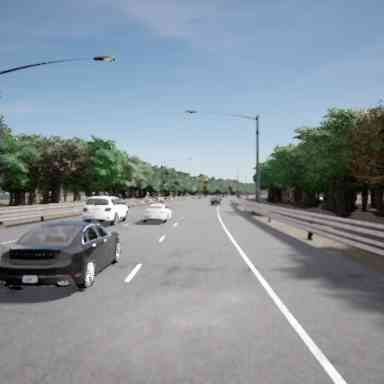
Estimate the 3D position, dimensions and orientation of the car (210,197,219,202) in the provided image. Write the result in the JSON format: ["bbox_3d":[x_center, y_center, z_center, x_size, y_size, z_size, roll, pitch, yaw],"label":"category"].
[{"bbox_3d":[5.508,1.833,82.174,1.994,1.385,4.181,0,0,8],"label":"car"}]

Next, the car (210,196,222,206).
[{"bbox_3d":[4.543,1.822,63.198,1.837,1.490,4.892,0,0,6],"label":"car"}]

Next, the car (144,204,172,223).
[{"bbox_3d":[-2.745,1.678,27.065,1.812,1.442,4.674,0,0,3],"label":"car"}]

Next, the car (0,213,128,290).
[{"bbox_3d":[-3.293,1.556,9.255,1.837,1.490,4.892,0,0,1],"label":"car"}]

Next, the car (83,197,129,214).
[{"bbox_3d":[-6.346,1.359,24.927,2.150,2.045,5.566,0,0,2],"label":"car"}]
